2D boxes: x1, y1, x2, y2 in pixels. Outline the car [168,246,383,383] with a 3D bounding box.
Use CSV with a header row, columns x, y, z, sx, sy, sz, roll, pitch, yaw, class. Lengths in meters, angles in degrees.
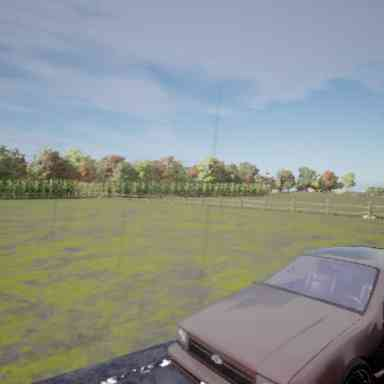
x,y,z,sx,sy,sz,roll,pitch,yaw,class
2.345,1.549,4.746,5.357,1.411,2.033,0,0,-36,car
